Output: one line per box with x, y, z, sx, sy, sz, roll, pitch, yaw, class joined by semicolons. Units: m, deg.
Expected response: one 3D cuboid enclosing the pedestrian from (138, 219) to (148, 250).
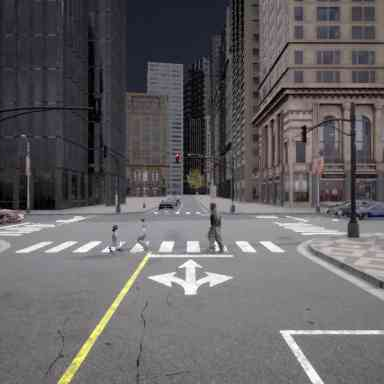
-1.820;1.564;12.741;0.375;1.300;0.375;0;0;0;pedestrian

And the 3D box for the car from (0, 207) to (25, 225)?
-14.338;1.563;23.394;4.674;1.442;1.812;0;0;-5;car

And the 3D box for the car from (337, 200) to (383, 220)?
14.993;1.517;26.777;5.357;1.411;2.033;0;0;0;car

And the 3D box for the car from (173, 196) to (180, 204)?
-3.250;1.571;53.368;2.128;1.511;4.902;0;0;0;car

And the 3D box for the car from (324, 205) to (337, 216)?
14.513;1.488;30.073;4.902;1.511;2.128;0;0;-2;car

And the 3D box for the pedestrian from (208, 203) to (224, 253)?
0.866;1.292;12.150;0.375;1.860;0.375;0;0;0;pedestrian

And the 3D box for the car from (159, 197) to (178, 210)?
-3.211;1.654;42.897;1.895;1.301;4.718;0;0;0;car

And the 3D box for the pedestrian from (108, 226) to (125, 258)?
-2.633;1.297;11.544;0.375;1.860;0.375;0;0;0;pedestrian

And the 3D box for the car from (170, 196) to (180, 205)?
-3.264;1.616;64.894;1.837;1.490;4.892;0;0;0;car
